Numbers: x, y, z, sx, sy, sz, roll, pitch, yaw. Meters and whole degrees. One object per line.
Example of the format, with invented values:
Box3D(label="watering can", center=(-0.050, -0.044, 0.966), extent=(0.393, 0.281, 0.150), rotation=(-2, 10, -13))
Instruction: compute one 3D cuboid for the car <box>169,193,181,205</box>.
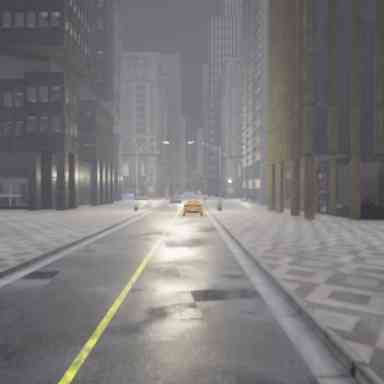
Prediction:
Box3D(label="car", center=(-3.056, 1.414, 61.421), extent=(2.097, 1.767, 4.553), rotation=(0, 0, 0))

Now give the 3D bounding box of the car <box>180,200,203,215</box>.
Box3D(label="car", center=(0.082, 1.496, 33.679), extent=(1.882, 1.535, 5.008), rotation=(0, 0, 0))
